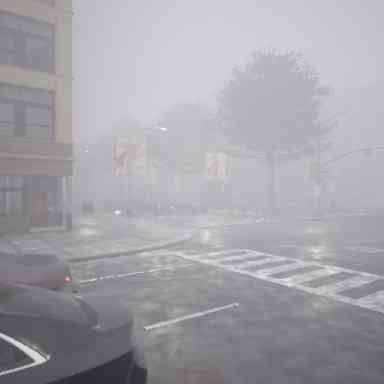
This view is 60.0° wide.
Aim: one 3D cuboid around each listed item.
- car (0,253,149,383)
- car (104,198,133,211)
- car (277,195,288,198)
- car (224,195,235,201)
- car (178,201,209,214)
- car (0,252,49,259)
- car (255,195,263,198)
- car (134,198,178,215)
[{"bbox_3d":[-2.660,1.505,2.091,4.892,1.490,1.837,0,0,-36],"label":"car"},{"bbox_3d":[-9.632,1.505,42.027,1.837,1.490,4.892,0,0,-35],"label":"car"},{"bbox_3d":[18.256,1.320,69.210,2.002,1.452,4.674,0,0,-36],"label":"car"},{"bbox_3d":[7.772,1.413,76.682,2.161,1.482,4.786,0,0,-36],"label":"car"},{"bbox_3d":[-0.277,1.601,34.989,1.895,1.301,4.718,0,0,-36],"label":"car"},{"bbox_3d":[-4.579,1.547,5.023,5.357,1.411,2.033,0,0,-36],"label":"car"},{"bbox_3d":[17.416,1.463,83.141,1.895,1.301,4.718,0,0,-36],"label":"car"},{"bbox_3d":[-3.736,1.601,33.803,1.895,1.301,4.718,0,0,-36],"label":"car"}]
